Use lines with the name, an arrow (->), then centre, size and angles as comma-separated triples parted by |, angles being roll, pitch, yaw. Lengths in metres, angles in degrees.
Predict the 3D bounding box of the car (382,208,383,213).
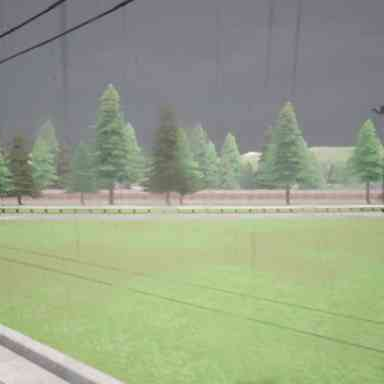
car -> 20.222, 1.561, 31.412 | 4.181, 1.385, 1.994 | 0, 0, -12
